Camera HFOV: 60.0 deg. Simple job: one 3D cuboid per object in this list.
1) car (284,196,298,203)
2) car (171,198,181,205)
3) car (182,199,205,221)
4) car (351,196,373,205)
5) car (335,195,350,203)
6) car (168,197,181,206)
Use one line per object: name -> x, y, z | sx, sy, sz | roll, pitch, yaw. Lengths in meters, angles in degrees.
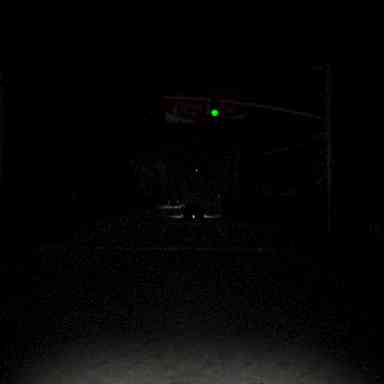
car -> 25.452, 1.926, 85.492 | 2.152, 1.636, 5.027 | 0, 0, 0
car -> -3.527, 2.085, 74.486 | 2.033, 1.411, 5.357 | 0, 0, 0
car -> 0.133, 1.785, 30.540 | 1.837, 1.490, 4.892 | 1, 1, 0
car -> 34.825, 1.924, 67.425 | 2.007, 1.523, 4.514 | 0, 0, 0
car -> 38.246, 1.830, 85.532 | 1.905, 1.878, 3.866 | 0, 0, 0
car -> -3.532, 1.822, 64.165 | 2.097, 1.767, 4.553 | 0, 0, 0
